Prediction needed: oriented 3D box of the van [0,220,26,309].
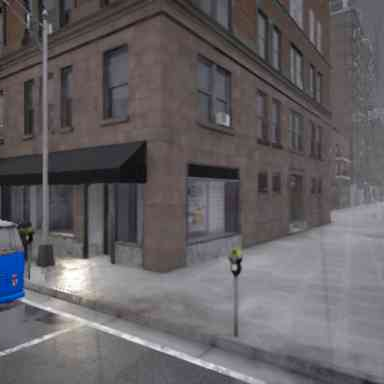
[{"bbox_3d":[-5.025,1.378,6.662,3.998,1.788,1.690,0,0,35],"label":"van"}]
